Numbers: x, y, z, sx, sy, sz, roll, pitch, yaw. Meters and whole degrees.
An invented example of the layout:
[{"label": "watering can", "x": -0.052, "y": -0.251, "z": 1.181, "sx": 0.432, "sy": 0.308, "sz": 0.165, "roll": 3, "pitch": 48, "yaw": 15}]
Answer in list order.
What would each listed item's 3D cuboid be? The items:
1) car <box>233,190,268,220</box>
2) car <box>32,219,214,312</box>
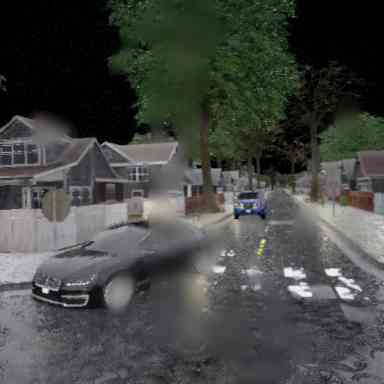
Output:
[{"label": "car", "x": 4.480, "y": 0.904, "z": 25.031, "sx": 2.150, "sy": 2.045, "sz": 5.566, "roll": -1, "pitch": 0, "yaw": 15}, {"label": "car", "x": -1.255, "y": 1.477, "z": 7.950, "sx": 1.837, "sy": 1.490, "sz": 4.892, "roll": 0, "pitch": 1, "yaw": 34}]
